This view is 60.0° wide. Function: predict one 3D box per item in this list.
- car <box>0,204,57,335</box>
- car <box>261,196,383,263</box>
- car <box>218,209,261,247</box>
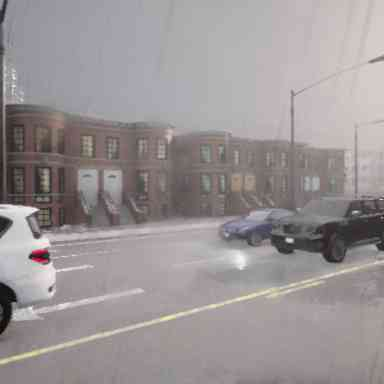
[{"bbox_3d":[-4.937,1.233,4.765,5.566,2.045,2.150,0,0,-36],"label":"car"},{"bbox_3d":[5.330,1.169,12.112,5.566,2.045,2.150,0,0,-36],"label":"car"},{"bbox_3d":[3.309,1.473,14.968,4.674,1.442,1.812,0,0,-36],"label":"car"}]
